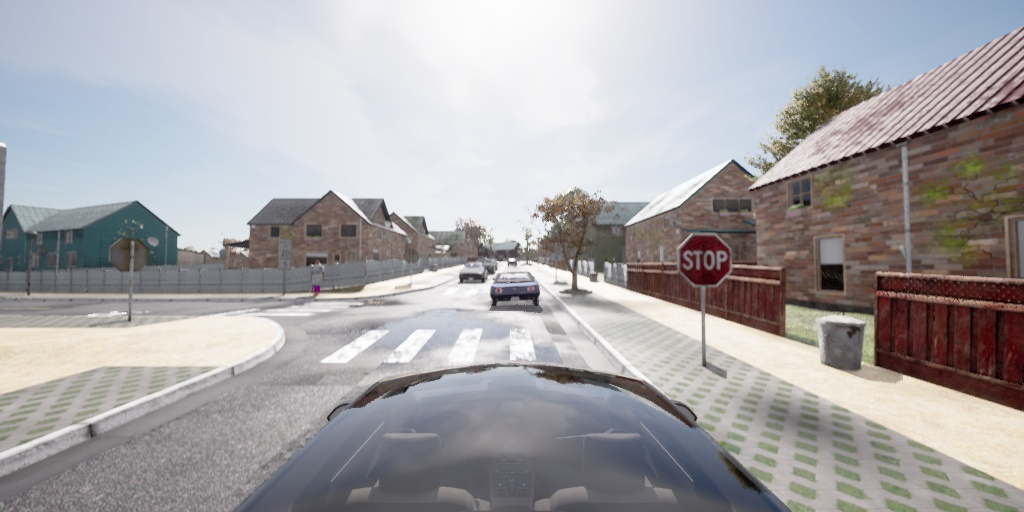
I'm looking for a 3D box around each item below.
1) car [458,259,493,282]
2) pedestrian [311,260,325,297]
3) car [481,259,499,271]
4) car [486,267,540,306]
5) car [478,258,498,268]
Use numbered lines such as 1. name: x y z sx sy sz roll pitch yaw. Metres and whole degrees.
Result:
1. car: -2.836 1.187 27.365 2.033 1.411 5.357 0 0 0
2. pedestrian: -9.902 1.099 18.205 0.375 1.860 0.375 0 -1 5
3. car: -2.818 1.137 47.014 2.033 1.411 5.357 0 0 0
4. car: 0.102 1.309 15.542 1.895 1.301 4.718 -3 0 0
5. car: -2.826 0.963 36.952 2.097 1.767 4.553 0 0 0
